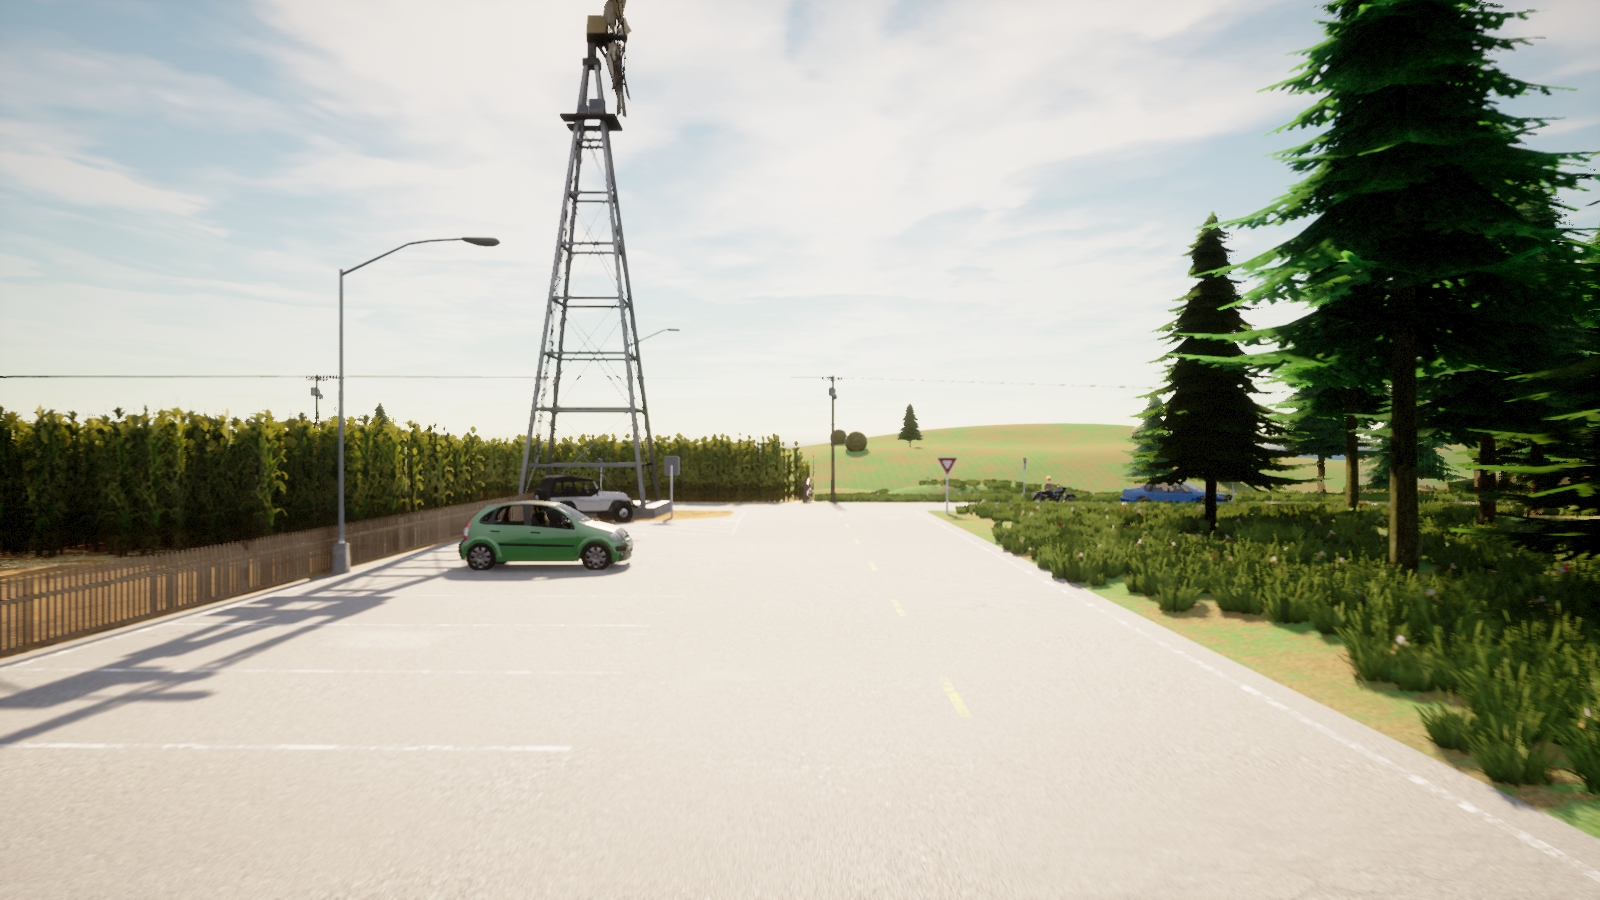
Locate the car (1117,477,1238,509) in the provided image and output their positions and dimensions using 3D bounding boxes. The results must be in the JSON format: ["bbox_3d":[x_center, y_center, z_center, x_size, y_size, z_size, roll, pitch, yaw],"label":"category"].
[{"bbox_3d":[18.786,2.106,57.031,5.357,1.411,2.033,0,0,36],"label":"car"}]
